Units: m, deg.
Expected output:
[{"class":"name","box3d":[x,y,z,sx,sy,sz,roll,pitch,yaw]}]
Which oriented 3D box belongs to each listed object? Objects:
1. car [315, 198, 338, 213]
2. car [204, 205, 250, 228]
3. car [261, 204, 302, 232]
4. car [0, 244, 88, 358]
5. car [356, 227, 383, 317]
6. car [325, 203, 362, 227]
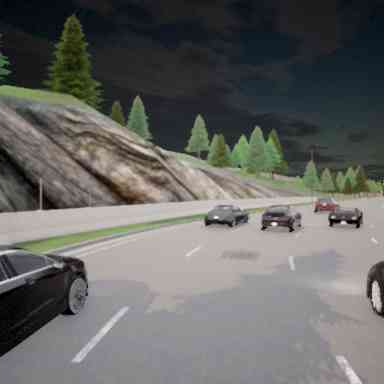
[{"class":"car","box3d":[15.570,1.444,38.276,2.097,1.767,4.553,1,0,31]},{"class":"car","box3d":[2.457,1.562,22.655,1.994,1.385,4.181,0,0,28]},{"class":"car","box3d":[5.643,1.534,20.742,1.837,1.490,4.892,0,1,26]},{"class":"car","box3d":[-3.092,1.461,4.623,2.128,1.511,4.902,0,0,5]},{"class":"car","box3d":[4.127,1.535,4.541,1.837,1.490,4.892,0,0,6]},{"class":"car","box3d":[10.720,1.668,23.086,1.895,1.301,4.718,1,0,29]}]
